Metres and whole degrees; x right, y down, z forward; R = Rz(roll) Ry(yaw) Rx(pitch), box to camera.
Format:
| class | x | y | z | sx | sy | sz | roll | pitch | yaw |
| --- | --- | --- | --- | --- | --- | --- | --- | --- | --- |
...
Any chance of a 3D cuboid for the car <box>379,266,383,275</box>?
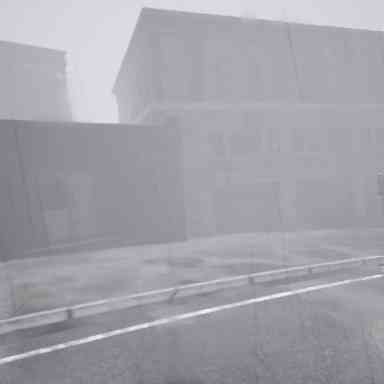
| class | x | y | z | sx | sy | sz | roll | pitch | yaw |
| --- | --- | --- | --- | --- | --- | --- | --- | --- | --- |
| car | 6.420 | 1.522 | 7.216 | 4.718 | 1.301 | 1.895 | 0 | 1 | -24 |
